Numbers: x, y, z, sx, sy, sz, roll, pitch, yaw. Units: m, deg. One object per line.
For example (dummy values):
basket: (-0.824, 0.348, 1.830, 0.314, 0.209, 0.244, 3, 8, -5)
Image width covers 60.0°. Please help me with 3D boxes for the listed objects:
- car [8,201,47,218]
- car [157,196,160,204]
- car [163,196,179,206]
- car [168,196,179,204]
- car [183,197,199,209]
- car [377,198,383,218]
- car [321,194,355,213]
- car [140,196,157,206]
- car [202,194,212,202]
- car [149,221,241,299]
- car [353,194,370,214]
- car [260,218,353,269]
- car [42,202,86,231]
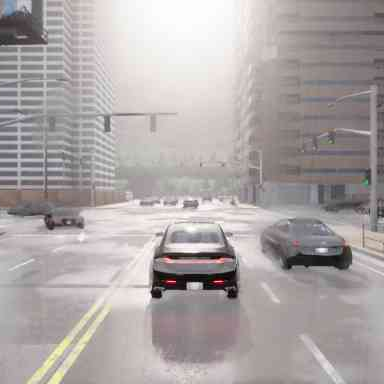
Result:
car: (-13.387, 1.548, 29.826, 5.357, 1.411, 2.033, 0, 0, -6)
car: (-7.132, 1.526, 63.211, 1.812, 1.442, 4.674, 0, 0, 1)
car: (-3.656, 1.492, 55.092, 2.128, 1.511, 4.902, 0, 0, 0)
car: (-3.624, 1.505, 65.031, 1.837, 1.490, 4.892, 0, 0, 0)
car: (-0.173, 1.491, 46.046, 2.128, 1.511, 4.902, 0, 0, 4)
car: (17.187, 1.477, 25.821, 5.008, 1.535, 1.882, 0, 0, 0)
car: (17.152, 1.221, 36.516, 5.566, 2.045, 2.150, 0, 0, 0)
car: (-7.161, 1.526, 53.298, 1.812, 1.442, 4.674, 0, 0, 1)
car: (3.406, 1.355, 76.835, 2.097, 1.767, 4.553, 0, 0, 0)
car: (0.055, 1.492, 8.462, 2.128, 1.511, 4.902, 0, 0, 0)
car: (18.977, 1.352, 32.996, 4.553, 1.767, 2.097, 0, 0, 0)
car: (3.566, 1.564, 11.112, 1.994, 1.385, 4.181, 0, 0, 0)
car: (-7.991, 1.564, 20.842, 1.994, 1.385, 4.181, 0, 0, -29)
